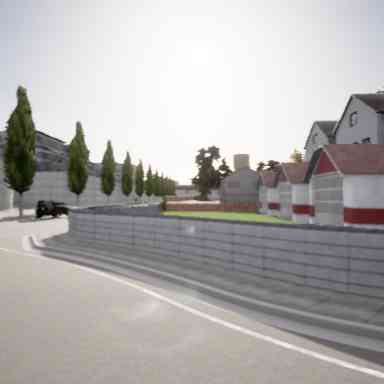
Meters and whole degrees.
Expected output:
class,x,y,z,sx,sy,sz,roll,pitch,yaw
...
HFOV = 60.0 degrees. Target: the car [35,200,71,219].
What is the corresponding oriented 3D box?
class,x,y,z,sx,sy,sz,roll,pitch,yaw
car,-15.862,1.948,38.345,2.150,2.045,5.566,0,-1,3
